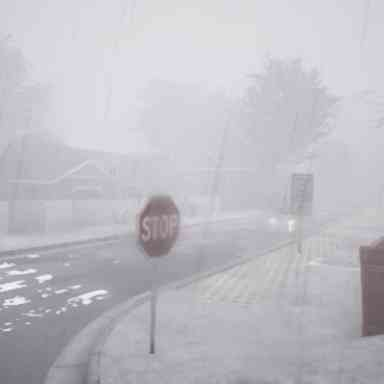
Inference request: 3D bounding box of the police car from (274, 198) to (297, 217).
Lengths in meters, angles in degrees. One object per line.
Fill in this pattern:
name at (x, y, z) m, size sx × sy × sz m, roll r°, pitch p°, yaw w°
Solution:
police car at (9.097, 1.358, 30.599) m, size 1.930 × 1.638 × 5.238 m, roll 3°, pitch 2°, yaw 33°
